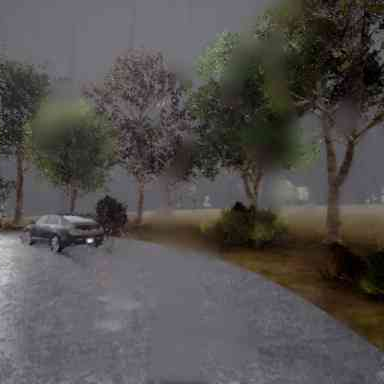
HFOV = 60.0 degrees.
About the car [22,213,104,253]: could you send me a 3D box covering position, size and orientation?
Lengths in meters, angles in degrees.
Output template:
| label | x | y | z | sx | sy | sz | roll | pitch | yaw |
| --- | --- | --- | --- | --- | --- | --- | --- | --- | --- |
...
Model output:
| label | x | y | z | sx | sy | sz | roll | pitch | yaw |
| --- | --- | --- | --- | --- | --- | --- | --- | --- | --- |
| car | -5.785 | 1.686 | 14.722 | 4.892 | 1.490 | 1.837 | -1 | -3 | 43 |
